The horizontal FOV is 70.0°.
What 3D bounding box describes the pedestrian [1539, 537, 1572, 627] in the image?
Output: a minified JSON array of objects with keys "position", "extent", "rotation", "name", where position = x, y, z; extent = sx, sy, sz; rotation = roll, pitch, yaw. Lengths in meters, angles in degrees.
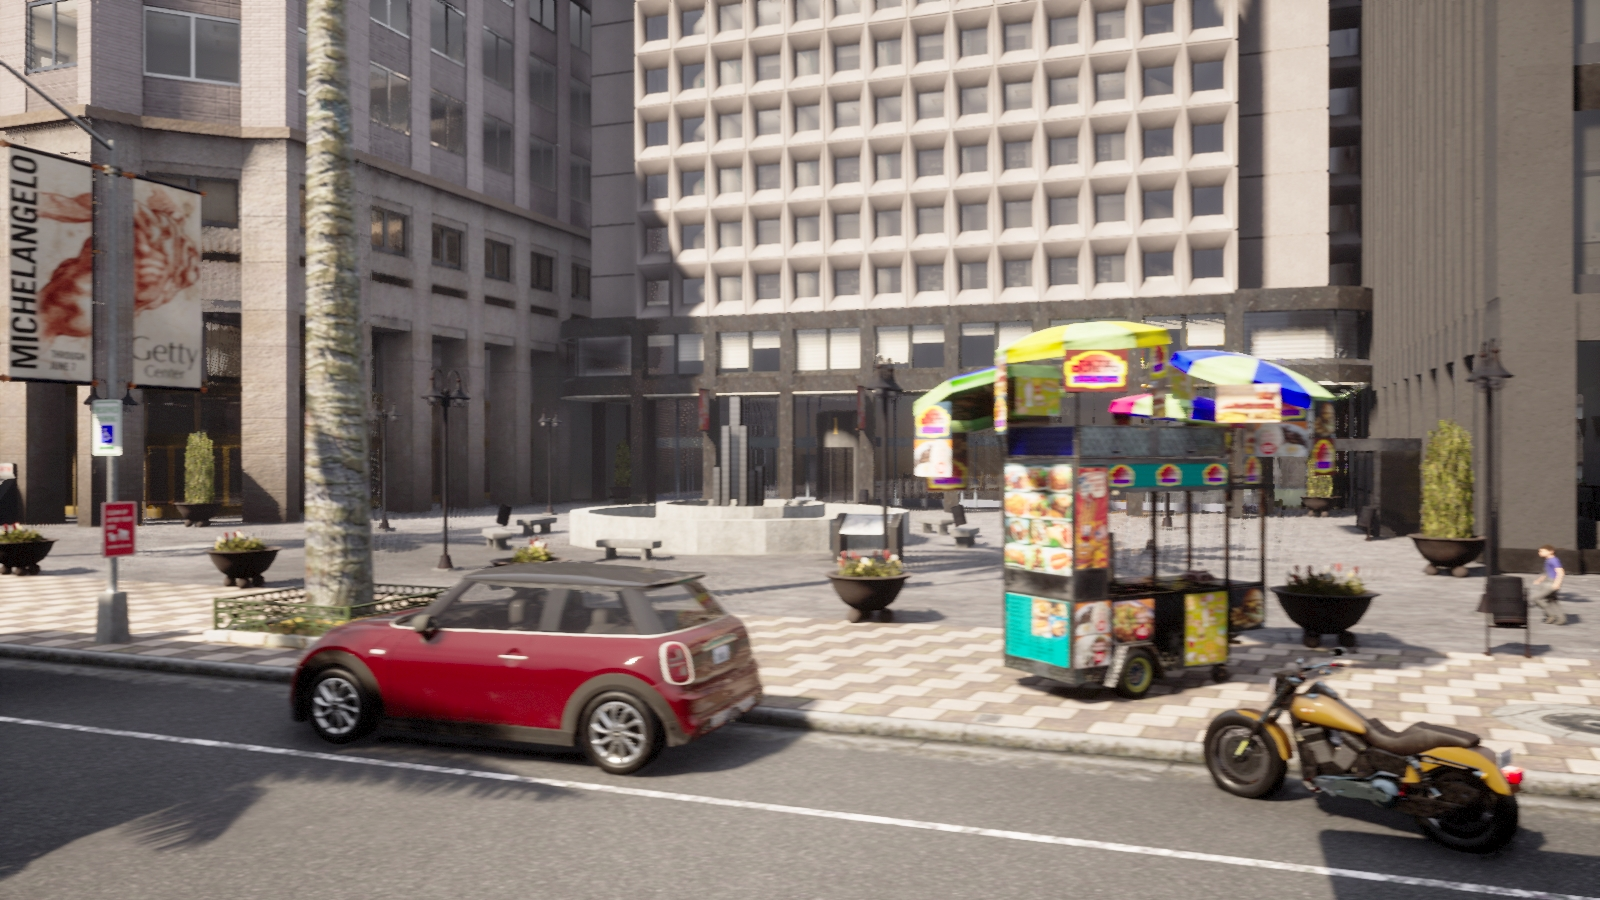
[{"position":[11.439,1.987,17.303],"extent":[0.375,1.300,0.375],"rotation":[0,0,27],"name":"pedestrian"}]
